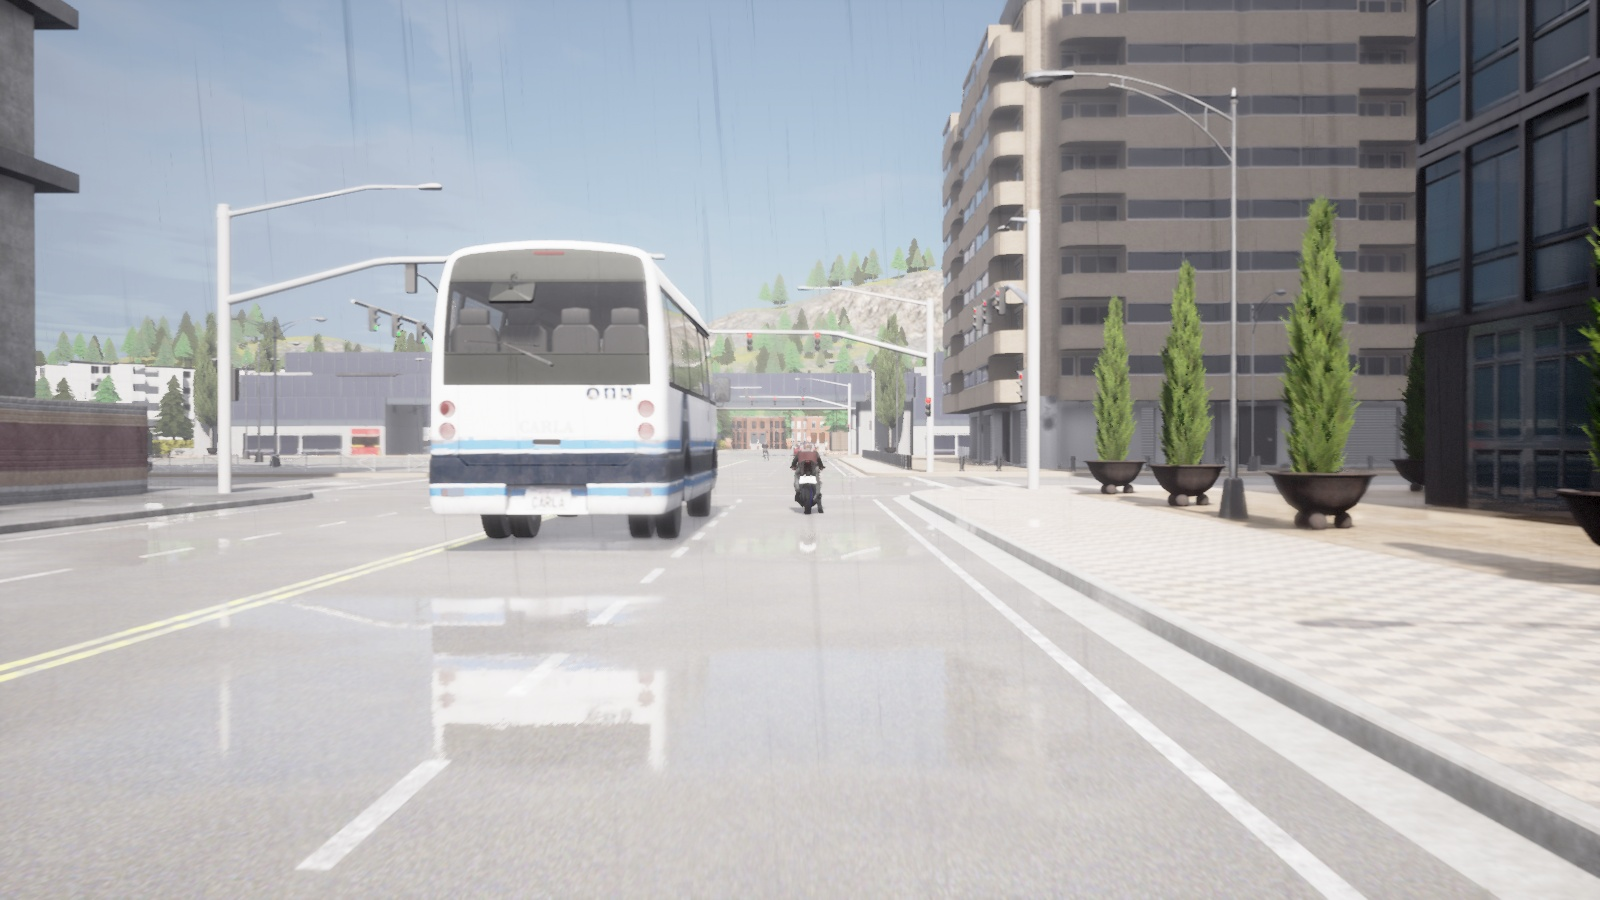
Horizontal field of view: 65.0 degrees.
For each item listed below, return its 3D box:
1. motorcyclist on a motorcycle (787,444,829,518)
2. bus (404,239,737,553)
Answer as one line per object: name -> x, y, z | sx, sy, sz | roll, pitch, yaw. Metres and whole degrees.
motorcyclist on a motorcycle -> 0.166, 0.630, 26.814 | 0.866, 1.530, 2.191 | 0, 0, 0
bus -> -3.359, -0.757, 22.138 | 3.944, 4.253, 10.273 | 0, 0, 0
